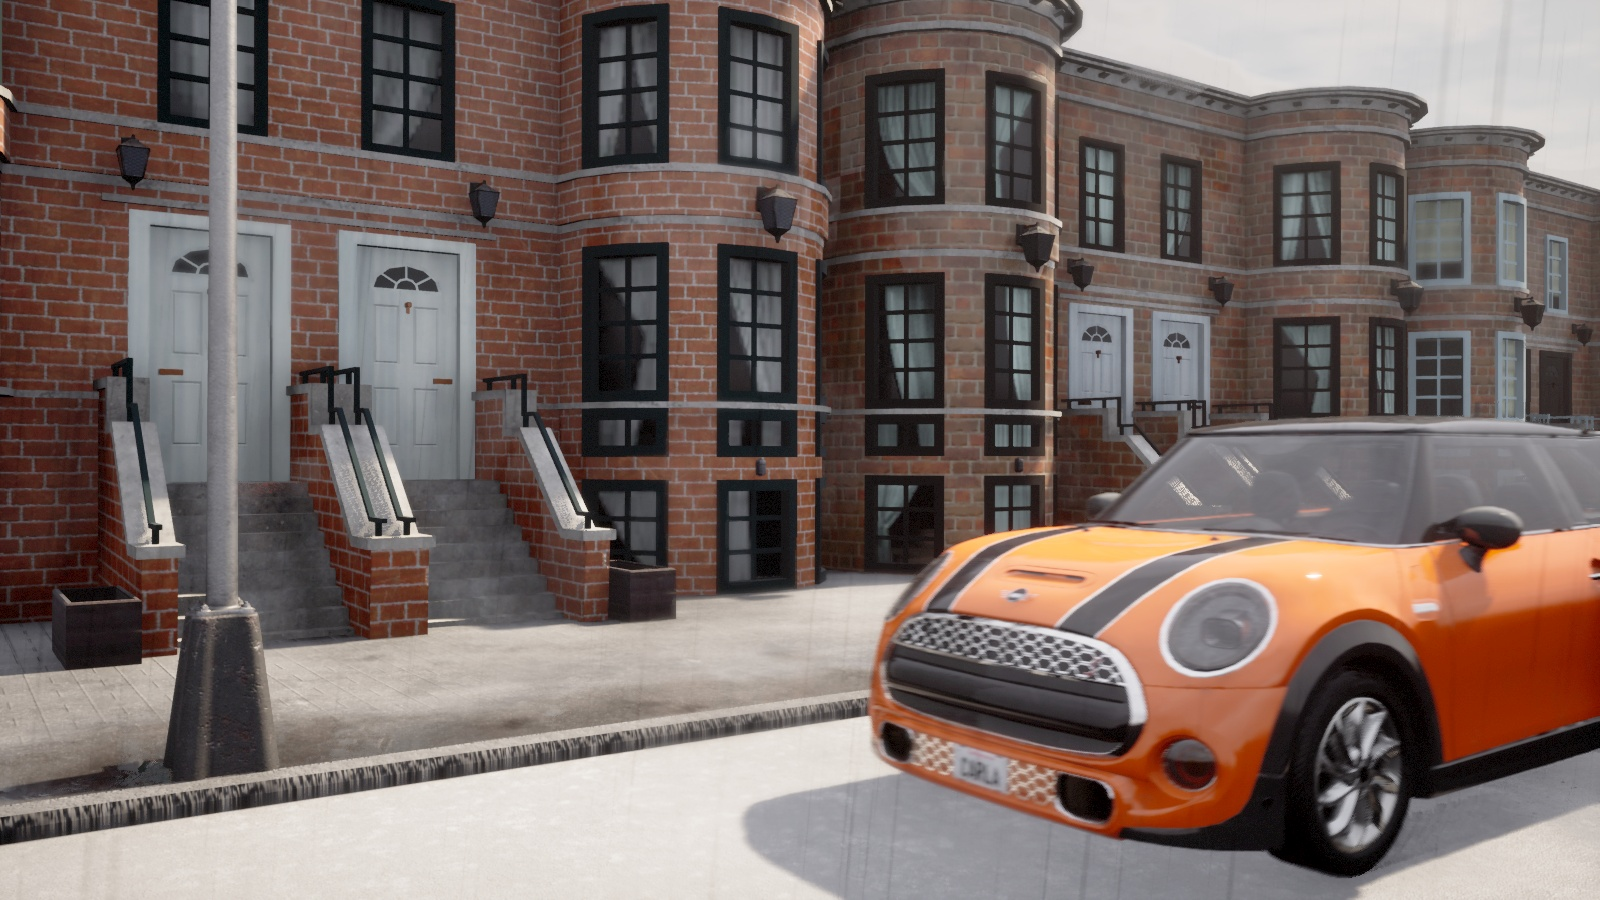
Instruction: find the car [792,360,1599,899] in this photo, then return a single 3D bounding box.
[{"bbox_3d":[2.432,0.613,5.962,4.553,1.767,2.097,0,0,-35],"label":"car"}]
